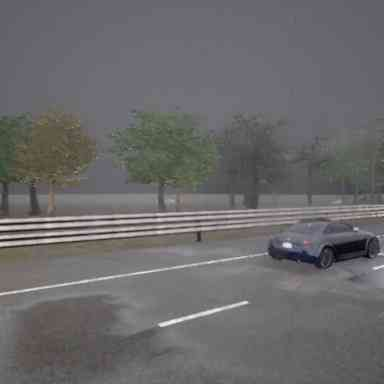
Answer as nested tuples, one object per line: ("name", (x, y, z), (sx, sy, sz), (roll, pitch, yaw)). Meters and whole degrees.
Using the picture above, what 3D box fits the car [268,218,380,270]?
("car", (4.526, 1.595, 11.270), (4.181, 1.385, 1.994), (0, 0, -35))
